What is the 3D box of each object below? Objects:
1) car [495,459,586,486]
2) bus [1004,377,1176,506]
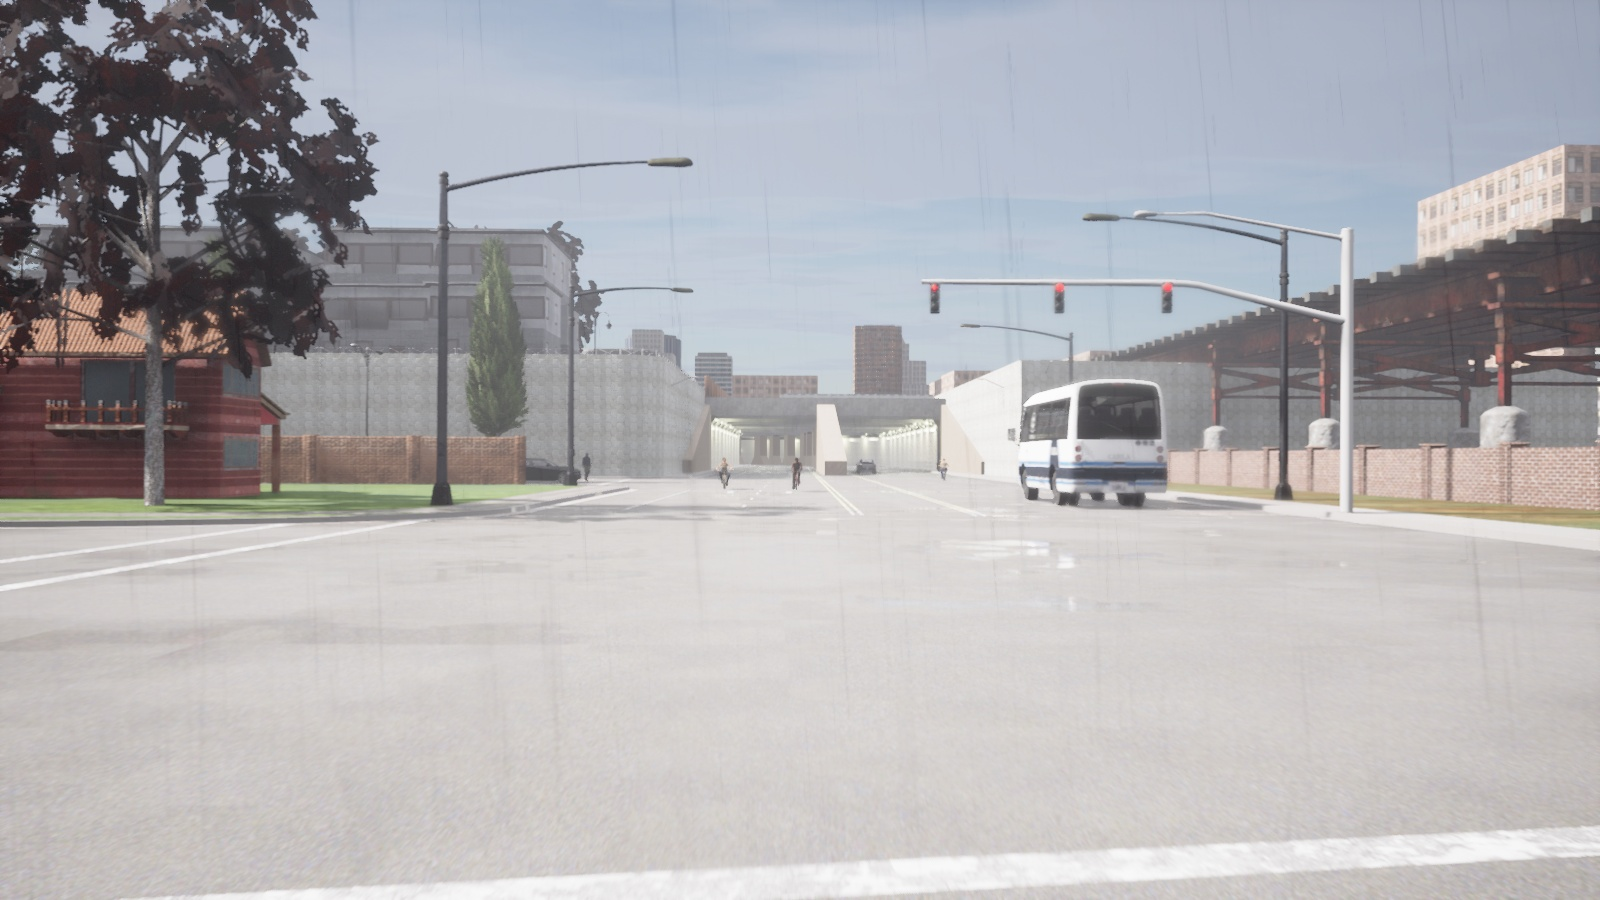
[{"bbox_3d":[-15.306,1.328,74.178,5.008,1.535,1.882,0,0,-1],"label":"car"},{"bbox_3d":[10.382,-0.253,46.443,3.944,4.253,10.273,0,0,0],"label":"bus"}]
